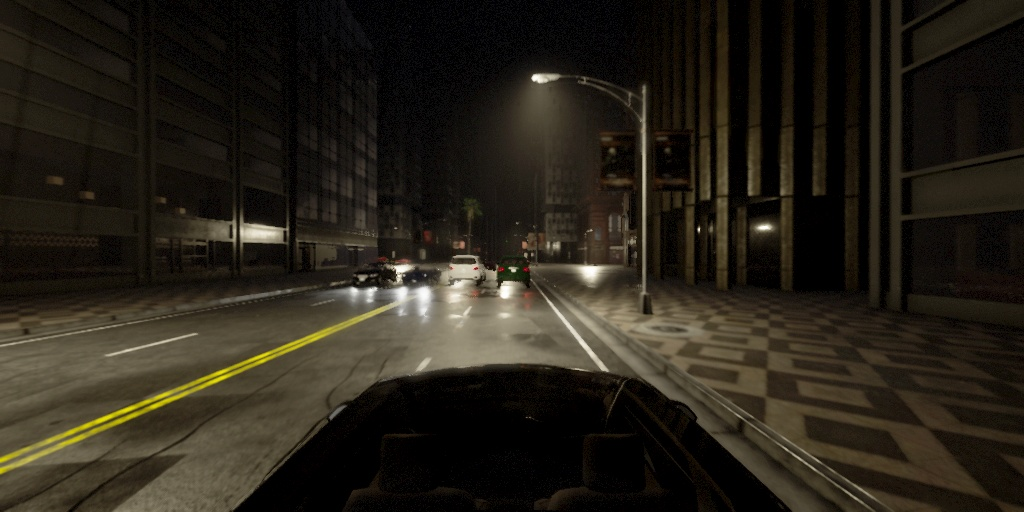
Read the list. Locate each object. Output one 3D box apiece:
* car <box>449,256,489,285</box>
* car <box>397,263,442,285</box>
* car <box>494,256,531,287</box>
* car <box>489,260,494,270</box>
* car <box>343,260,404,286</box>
[{"bbox_3d":[-3.147,0.988,25.936,2.150,2.045,5.566,0,0,0],"label":"car"},{"bbox_3d":[-6.503,1.367,26.137,1.895,1.301,4.718,0,0,0],"label":"car"},{"bbox_3d":[0.103,0.988,24.718,2.150,2.045,5.566,0,0,0],"label":"car"},{"bbox_3d":[-3.144,1.313,49.095,1.812,1.442,4.674,0,0,0],"label":"car"},{"bbox_3d":[-9.757,1.259,25.821,2.128,1.511,4.902,0,0,0],"label":"car"}]
